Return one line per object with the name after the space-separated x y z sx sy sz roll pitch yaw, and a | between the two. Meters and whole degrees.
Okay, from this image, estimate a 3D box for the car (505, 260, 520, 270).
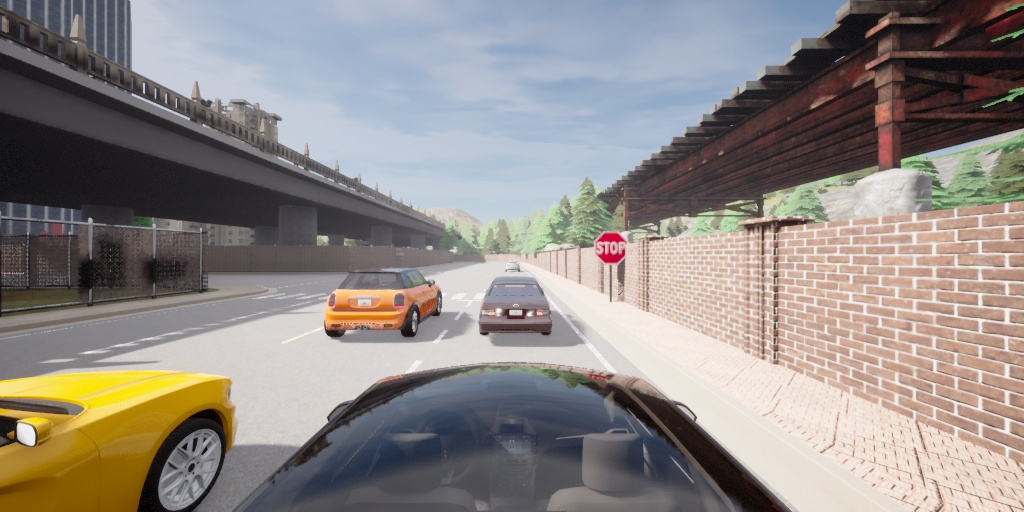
0.085 1.276 46.320 1.812 1.442 4.674 0 0 -1 | car

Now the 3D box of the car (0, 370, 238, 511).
-3.398 1.228 1.175 1.882 1.535 5.008 0 0 0 | car

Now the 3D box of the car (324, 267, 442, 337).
-3.419 1.102 10.433 2.097 1.767 4.553 0 0 0 | car

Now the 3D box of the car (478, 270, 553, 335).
0.082 1.297 10.454 2.033 1.411 5.357 0 0 0 | car
